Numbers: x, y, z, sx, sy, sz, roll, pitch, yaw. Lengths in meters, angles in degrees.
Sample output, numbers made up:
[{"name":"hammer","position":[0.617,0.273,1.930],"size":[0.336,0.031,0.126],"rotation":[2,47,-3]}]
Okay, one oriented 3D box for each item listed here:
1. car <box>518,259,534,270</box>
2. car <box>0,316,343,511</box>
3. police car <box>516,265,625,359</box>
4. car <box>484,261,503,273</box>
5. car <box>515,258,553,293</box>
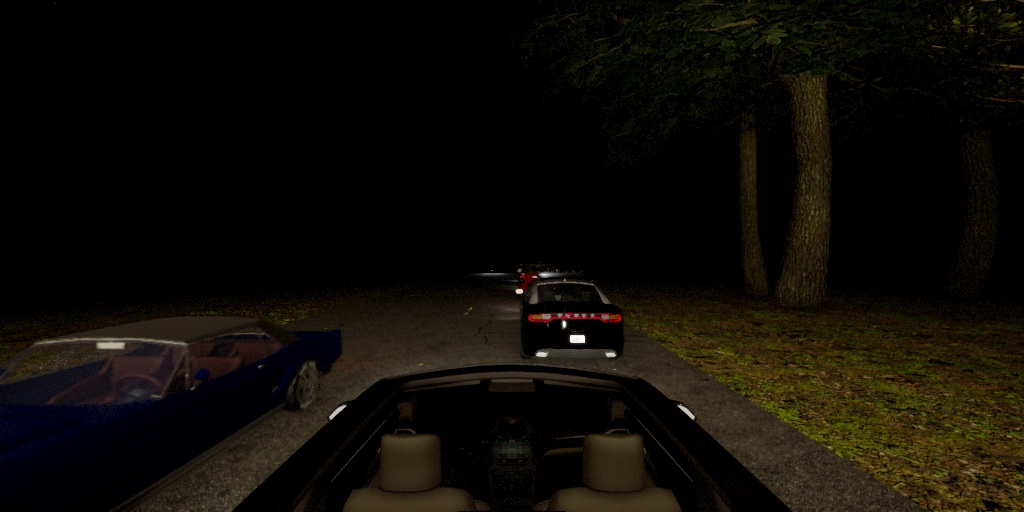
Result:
[{"name":"car","position":[2.052,1.230,50.919],"size":[2.033,1.411,5.357],"rotation":[0,0,4]},{"name":"car","position":[-3.570,1.350,3.324],"size":[1.895,1.301,4.718],"rotation":[0,0,1]},{"name":"police car","position":[1.125,1.170,8.528],"size":[1.930,1.638,5.238],"rotation":[0,0,1]},{"name":"car","position":[-2.102,1.240,42.315],"size":[2.033,1.411,5.357],"rotation":[0,0,4]},{"name":"car","position":[1.342,1.083,18.349],"size":[2.097,1.767,4.553],"rotation":[0,0,2]}]
